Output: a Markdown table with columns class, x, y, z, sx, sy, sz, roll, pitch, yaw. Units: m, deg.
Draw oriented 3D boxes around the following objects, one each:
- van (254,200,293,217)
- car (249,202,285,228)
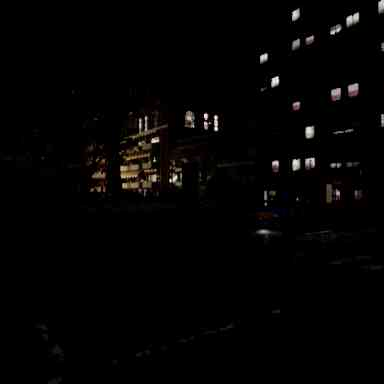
| class | x | y | z | sx | sy | sz | roll | pitch | yaw |
| --- | --- | --- | --- | --- | --- | --- | --- | --- | --- |
| van | 7.174 | 1.633 | 30.215 | 1.690 | 1.788 | 3.998 | -1 | 0 | -36 |
| car | 4.085 | 1.747 | 24.632 | 1.882 | 1.535 | 5.008 | 0 | -1 | -37 |
